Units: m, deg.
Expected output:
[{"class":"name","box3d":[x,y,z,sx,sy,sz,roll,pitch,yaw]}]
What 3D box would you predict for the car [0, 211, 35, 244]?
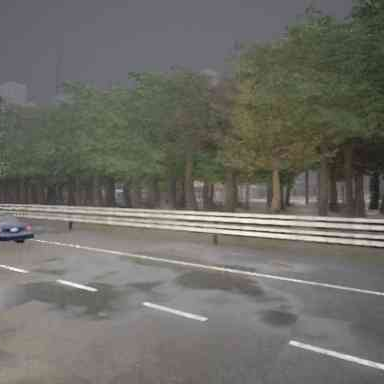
[{"class":"car","box3d":[-9.092,1.557,14.671,5.357,1.411,2.033,0,0,36]}]
